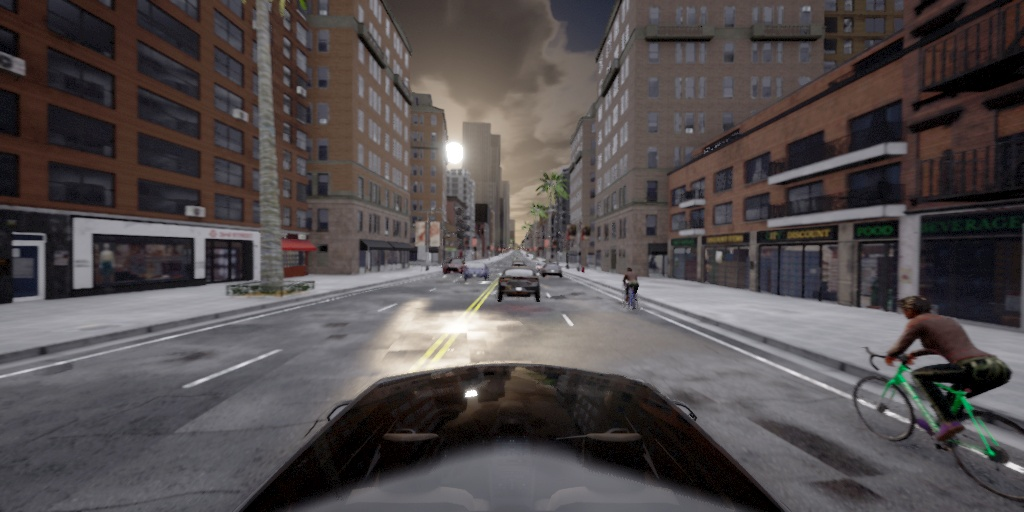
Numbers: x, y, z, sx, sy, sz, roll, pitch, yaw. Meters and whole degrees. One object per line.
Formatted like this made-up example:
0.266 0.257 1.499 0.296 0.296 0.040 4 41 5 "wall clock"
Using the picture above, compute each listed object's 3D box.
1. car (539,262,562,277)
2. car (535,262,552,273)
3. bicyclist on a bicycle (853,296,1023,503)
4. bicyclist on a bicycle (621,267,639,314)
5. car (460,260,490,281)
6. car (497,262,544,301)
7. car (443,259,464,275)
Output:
3.871 1.374 35.912 1.994 1.385 4.181 1 0 1 "car"
3.954 1.427 45.941 1.895 1.301 4.718 1 0 1 "car"
4.145 1.242 3.544 0.582 1.620 1.656 1 0 1 "bicyclist on a bicycle"
4.303 1.242 13.032 0.582 1.620 1.656 1 0 1 "bicyclist on a bicycle"
-2.896 1.262 30.472 1.812 1.442 4.674 1 0 1 "car"
0.330 1.230 17.371 1.882 1.535 5.008 1 0 1 "car"
-6.002 1.070 38.385 2.097 1.767 4.553 1 0 1 "car"
